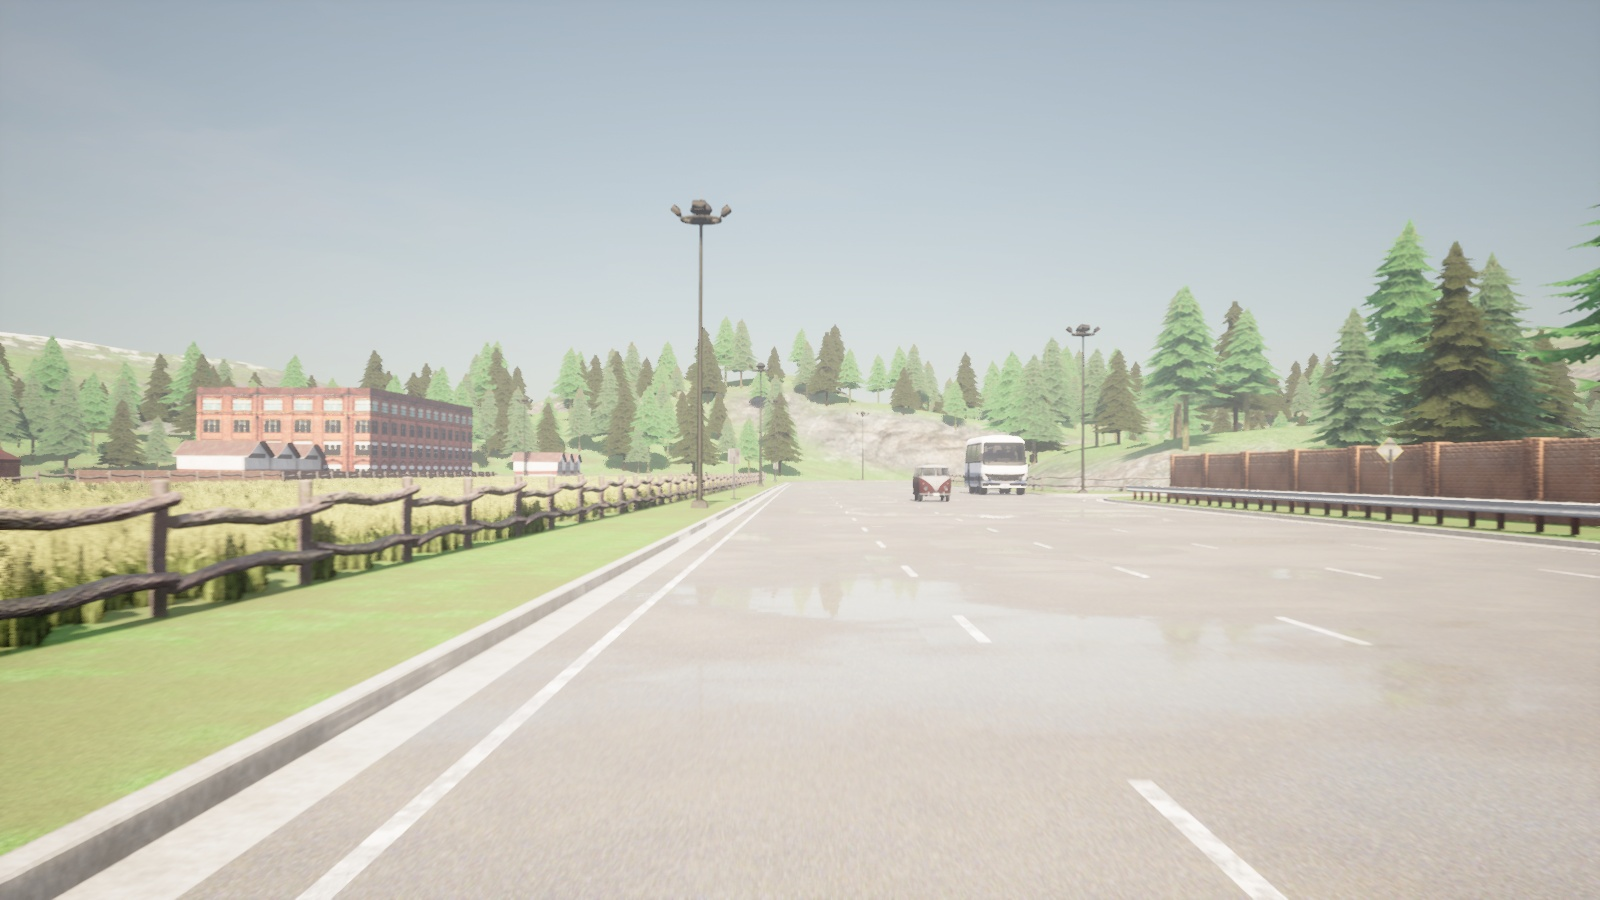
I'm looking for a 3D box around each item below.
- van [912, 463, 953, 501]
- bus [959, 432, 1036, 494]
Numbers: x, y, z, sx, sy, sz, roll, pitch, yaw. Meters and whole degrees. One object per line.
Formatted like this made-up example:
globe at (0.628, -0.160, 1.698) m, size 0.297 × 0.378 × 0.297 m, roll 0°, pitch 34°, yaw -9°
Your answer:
van at (7.155, 1.737, 68.141) m, size 1.775 × 1.987 × 4.442 m, roll 0°, pitch -1°, yaw 0°
bus at (14.230, 0.988, 91.485) m, size 3.944 × 4.253 × 10.273 m, roll 0°, pitch -1°, yaw 0°
